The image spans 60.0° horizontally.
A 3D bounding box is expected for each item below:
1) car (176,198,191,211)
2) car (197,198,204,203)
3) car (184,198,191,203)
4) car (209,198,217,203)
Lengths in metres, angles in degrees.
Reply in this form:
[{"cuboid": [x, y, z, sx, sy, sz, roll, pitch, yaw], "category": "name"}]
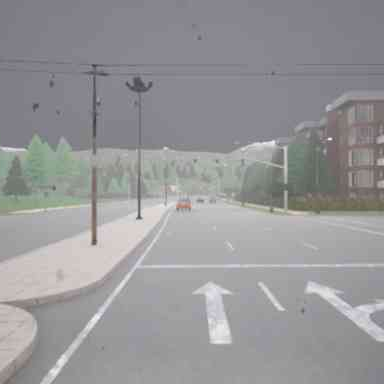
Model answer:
[{"cuboid": [-1.211, 1.781, 48.556, 2.097, 1.767, 4.553, 0, -1, -1], "category": "car"}, {"cuboid": [2.210, 2.271, 89.894, 1.882, 1.535, 5.008, 0, -1, 0], "category": "car"}, {"cuboid": [-1.290, 2.314, 89.556, 1.812, 1.442, 4.674, 0, -1, 0], "category": "car"}, {"cuboid": [5.710, 2.333, 89.891, 2.033, 1.411, 5.357, 0, -1, 0], "category": "car"}]
